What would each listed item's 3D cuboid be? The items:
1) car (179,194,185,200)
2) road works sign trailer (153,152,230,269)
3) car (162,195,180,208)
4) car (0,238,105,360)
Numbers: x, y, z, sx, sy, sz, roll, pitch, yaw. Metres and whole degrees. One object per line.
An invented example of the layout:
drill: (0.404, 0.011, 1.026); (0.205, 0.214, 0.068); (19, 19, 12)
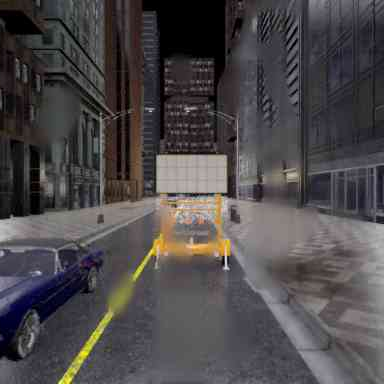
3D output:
car: (-3.106, 1.356, 95.129); (2.097, 1.767, 4.553); (0, 0, 0)
road works sign trailer: (-0.007, 0.464, 11.069); (2.380, 3.560, 2.880); (0, 0, 0)
car: (-3.151, 1.525, 47.540); (1.812, 1.442, 4.674); (0, 0, 0)
car: (-3.105, 1.600, 6.055); (1.895, 1.301, 4.718); (0, 0, 0)
